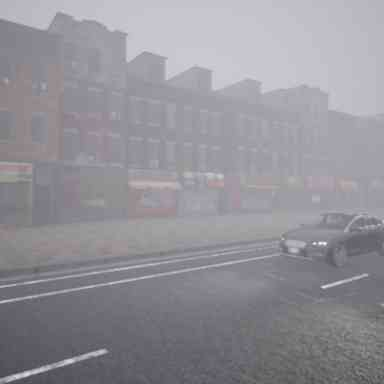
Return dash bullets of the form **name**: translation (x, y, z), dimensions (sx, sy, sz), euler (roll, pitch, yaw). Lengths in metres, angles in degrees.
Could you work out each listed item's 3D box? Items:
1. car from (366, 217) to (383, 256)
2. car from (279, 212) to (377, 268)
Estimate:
- **car**: translation (6.897, 1.455, 8.603), dimensions (4.902, 1.511, 2.128), euler (0, 0, -35)
- **car**: translation (4.998, 1.455, 11.243), dimensions (4.902, 1.511, 2.128), euler (0, 0, -35)
